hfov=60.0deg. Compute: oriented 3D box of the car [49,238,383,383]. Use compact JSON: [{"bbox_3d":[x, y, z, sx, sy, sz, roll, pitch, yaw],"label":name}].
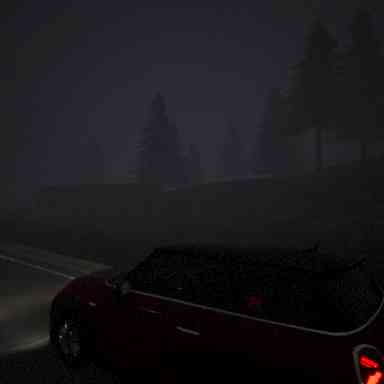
[{"bbox_3d":[0.146,1.385,4.251,4.553,1.767,2.097,-1,-1,38],"label":"car"}]
